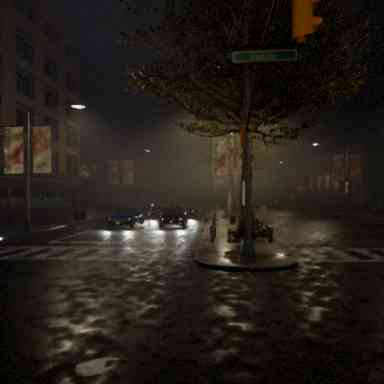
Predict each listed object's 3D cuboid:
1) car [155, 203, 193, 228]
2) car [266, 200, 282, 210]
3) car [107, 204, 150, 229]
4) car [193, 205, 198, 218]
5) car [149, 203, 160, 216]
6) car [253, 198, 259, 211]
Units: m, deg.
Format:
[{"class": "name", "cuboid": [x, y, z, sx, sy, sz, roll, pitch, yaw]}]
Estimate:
[{"class": "car", "cuboid": [-1.237, 1.790, 24.886, 1.837, 1.490, 4.892, -1, -1, 4]}, {"class": "car", "cuboid": [12.481, 1.988, 50.907, 2.033, 1.411, 5.357, -1, -1, 6]}, {"class": "car", "cuboid": [-4.769, 1.841, 24.683, 1.812, 1.442, 4.674, -1, -1, 6]}, {"class": "car", "cuboid": [-0.440, 1.987, 34.886, 1.895, 1.301, 4.718, -1, -1, 5]}, {"class": "car", "cuboid": [-3.947, 1.910, 34.935, 2.128, 1.511, 4.902, -1, -1, 5]}, {"class": "car", "cuboid": [8.800, 1.938, 49.554, 1.882, 1.535, 5.008, -1, -1, 5]}]
